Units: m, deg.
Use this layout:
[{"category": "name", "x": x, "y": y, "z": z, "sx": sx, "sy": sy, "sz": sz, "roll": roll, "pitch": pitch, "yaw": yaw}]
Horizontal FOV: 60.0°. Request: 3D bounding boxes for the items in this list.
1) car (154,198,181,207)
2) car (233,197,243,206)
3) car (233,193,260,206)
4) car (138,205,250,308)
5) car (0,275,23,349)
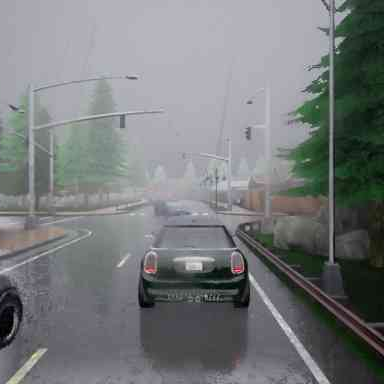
[{"category": "car", "x": -1.792, "y": 1.503, "z": 27.657, "sx": 1.812, "sy": 1.442, "sz": 4.674, "roll": -1, "pitch": 0, "yaw": -26}, {"category": "car", "x": 8.809, "y": 1.144, "z": 48.823, "sx": 4.605, "sy": 1.855, "sz": 1.932, "roll": 0, "pitch": 0, "yaw": -1}, {"category": "car", "x": 8.393, "y": 1.146, "z": 51.333, "sx": 3.866, "sy": 1.878, "sz": 1.905, "roll": 0, "pitch": 0, "yaw": -1}, {"category": "car", "x": 0.056, "y": 1.352, "z": 8.090, "sx": 2.097, "sy": 1.767, "sz": 4.553, "roll": 0, "pitch": 0, "yaw": 1}, {"category": "car", "x": -3.605, "y": 1.564, "z": 3.454, "sx": 1.994, "sy": 1.385, "sz": 4.181, "roll": 0, "pitch": 0, "yaw": 0}]
